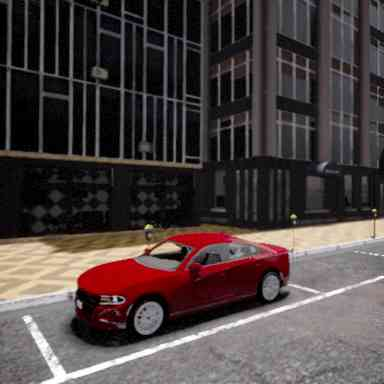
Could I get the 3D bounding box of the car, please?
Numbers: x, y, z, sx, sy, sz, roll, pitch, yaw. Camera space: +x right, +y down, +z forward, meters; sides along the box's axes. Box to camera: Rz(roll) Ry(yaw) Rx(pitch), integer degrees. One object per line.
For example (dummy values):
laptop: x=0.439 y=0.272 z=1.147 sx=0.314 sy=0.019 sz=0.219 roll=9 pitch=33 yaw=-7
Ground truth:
car: x=0.051 y=1.530 z=6.583 sx=4.507 sy=1.381 sz=1.887 roll=0 pitch=1 yaw=-35
